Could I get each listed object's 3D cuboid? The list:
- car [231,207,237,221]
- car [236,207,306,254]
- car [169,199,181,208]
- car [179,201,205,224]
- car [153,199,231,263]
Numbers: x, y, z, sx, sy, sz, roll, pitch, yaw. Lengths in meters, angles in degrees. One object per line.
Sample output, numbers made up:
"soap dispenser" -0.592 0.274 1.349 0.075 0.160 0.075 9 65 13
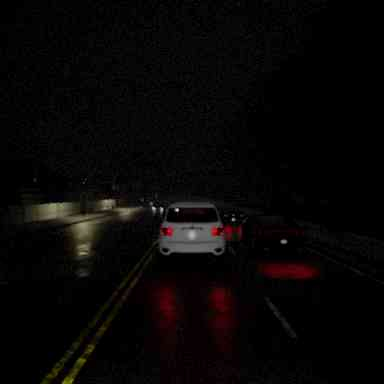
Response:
"car" 3.267 1.894 28.249 1.895 1.301 4.718 0 -1 0
"car" 3.279 1.623 14.256 1.882 1.535 5.008 0 0 1
"car" -3.276 2.171 64.552 2.128 1.511 4.902 0 -1 1
"car" 0.021 1.646 28.423 2.097 1.767 4.553 0 -1 0
"car" 0.010 1.353 12.565 2.150 2.045 5.566 0 0 0
